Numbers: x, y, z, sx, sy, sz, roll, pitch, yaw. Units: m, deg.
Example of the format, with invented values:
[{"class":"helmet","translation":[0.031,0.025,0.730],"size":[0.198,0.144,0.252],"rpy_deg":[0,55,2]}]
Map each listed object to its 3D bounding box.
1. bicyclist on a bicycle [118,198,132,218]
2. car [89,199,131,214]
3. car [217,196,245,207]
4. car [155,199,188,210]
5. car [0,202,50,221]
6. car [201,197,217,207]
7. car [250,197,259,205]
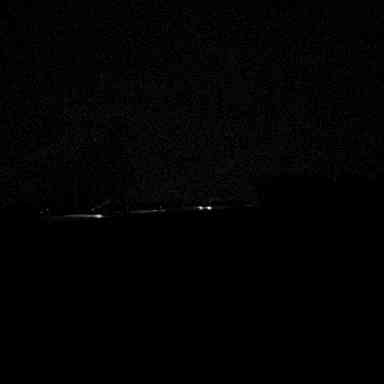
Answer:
[{"class":"bicyclist on a bicycle","translation":[-5.675,1.351,28.099],"size":[1.656,1.620,0.582],"rpy_deg":[0,0,35]},{"class":"car","translation":[-8.417,1.496,34.596],"size":[1.812,1.442,4.674],"rpy_deg":[-1,-1,35]},{"class":"car","translation":[6.238,1.405,50.354],"size":[1.882,1.535,5.008],"rpy_deg":[-1,-1,36]},{"class":"car","translation":[-2.655,1.558,42.752],"size":[1.895,1.301,4.718],"rpy_deg":[-1,-1,35]},{"class":"car","translation":[-14.144,1.539,26.418],"size":[2.033,1.411,5.357],"rpy_deg":[-1,-1,34]},{"class":"car","translation":[3.166,1.500,50.948],"size":[1.812,1.442,4.674],"rpy_deg":[-1,-1,36]},{"class":"car","translation":[11.933,1.477,58.536],"size":[2.128,1.511,4.902],"rpy_deg":[-1,-1,35]}]
